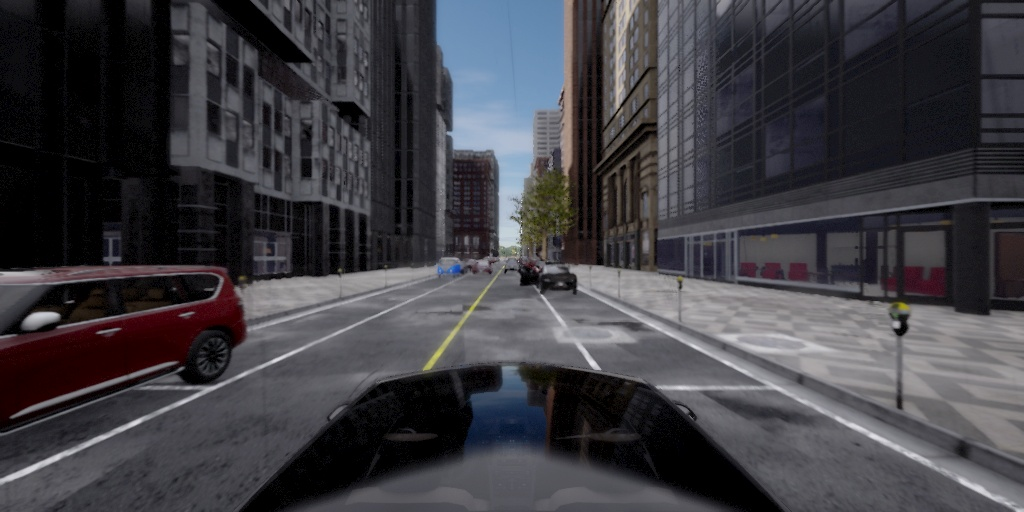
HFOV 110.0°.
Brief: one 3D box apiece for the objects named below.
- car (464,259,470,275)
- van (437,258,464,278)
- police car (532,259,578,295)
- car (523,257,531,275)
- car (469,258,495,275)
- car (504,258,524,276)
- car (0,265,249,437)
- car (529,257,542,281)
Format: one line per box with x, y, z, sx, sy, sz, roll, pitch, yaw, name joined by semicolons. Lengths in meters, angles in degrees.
-5.674;1.278;38.161;1.948;1.339;4.313;0;0;0;car
-5.673;1.053;32.522;1.690;1.789;3.998;0;0;0;van
2.363;1.147;19.921;1.930;1.638;5.238;0;0;0;police car
2.851;1.030;43.787;2.192;1.841;5.009;0;0;0;car
-3.096;1.238;38.207;1.812;1.442;4.674;0;0;0;car
0.030;1.262;42.157;2.033;1.411;5.357;0;0;1;car
-5.669;1.061;4.330;2.192;1.841;5.009;0;0;0;car
2.853;1.152;32.508;1.967;1.591;4.097;0;0;0;car
